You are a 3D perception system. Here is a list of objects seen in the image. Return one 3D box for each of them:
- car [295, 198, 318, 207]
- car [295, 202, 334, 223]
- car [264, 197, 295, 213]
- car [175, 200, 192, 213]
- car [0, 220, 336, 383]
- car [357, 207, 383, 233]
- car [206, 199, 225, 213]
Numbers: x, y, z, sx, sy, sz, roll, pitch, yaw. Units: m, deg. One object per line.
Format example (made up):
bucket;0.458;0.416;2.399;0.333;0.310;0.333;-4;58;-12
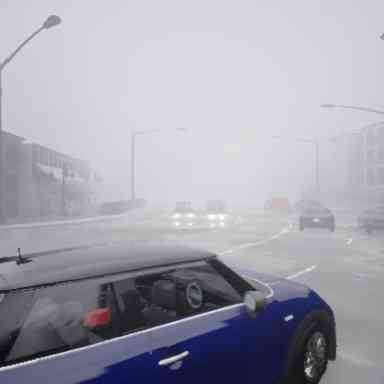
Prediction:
car;13.128;1.507;37.947;1.837;1.490;4.892;0;1;-1
car;7.780;1.565;20.819;1.994;1.385;4.181;0;0;20
car;9.630;1.351;37.800;2.097;1.767;4.553;0;0;-1
car;-0.899;1.601;37.121;1.895;1.301;4.718;0;0;-1
car;-0.345;1.351;3.683;4.553;1.767;2.097;0;0;-39
car;11.023;1.565;19.501;1.994;1.385;4.181;0;0;20
car;2.601;1.493;36.934;2.128;1.511;4.902;0;0;-1
